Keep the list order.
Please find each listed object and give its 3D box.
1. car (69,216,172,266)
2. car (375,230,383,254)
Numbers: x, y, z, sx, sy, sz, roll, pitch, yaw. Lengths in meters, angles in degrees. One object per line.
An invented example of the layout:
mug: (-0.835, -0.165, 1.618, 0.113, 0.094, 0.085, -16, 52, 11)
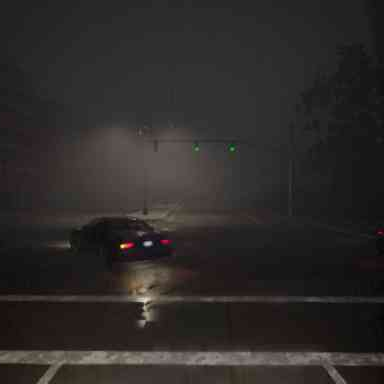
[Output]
car: (-2.739, 1.557, 11.732, 2.033, 1.411, 5.357, 0, 0, -35)
car: (8.608, 1.574, 12.015, 4.181, 1.385, 1.994, 0, 0, -30)
